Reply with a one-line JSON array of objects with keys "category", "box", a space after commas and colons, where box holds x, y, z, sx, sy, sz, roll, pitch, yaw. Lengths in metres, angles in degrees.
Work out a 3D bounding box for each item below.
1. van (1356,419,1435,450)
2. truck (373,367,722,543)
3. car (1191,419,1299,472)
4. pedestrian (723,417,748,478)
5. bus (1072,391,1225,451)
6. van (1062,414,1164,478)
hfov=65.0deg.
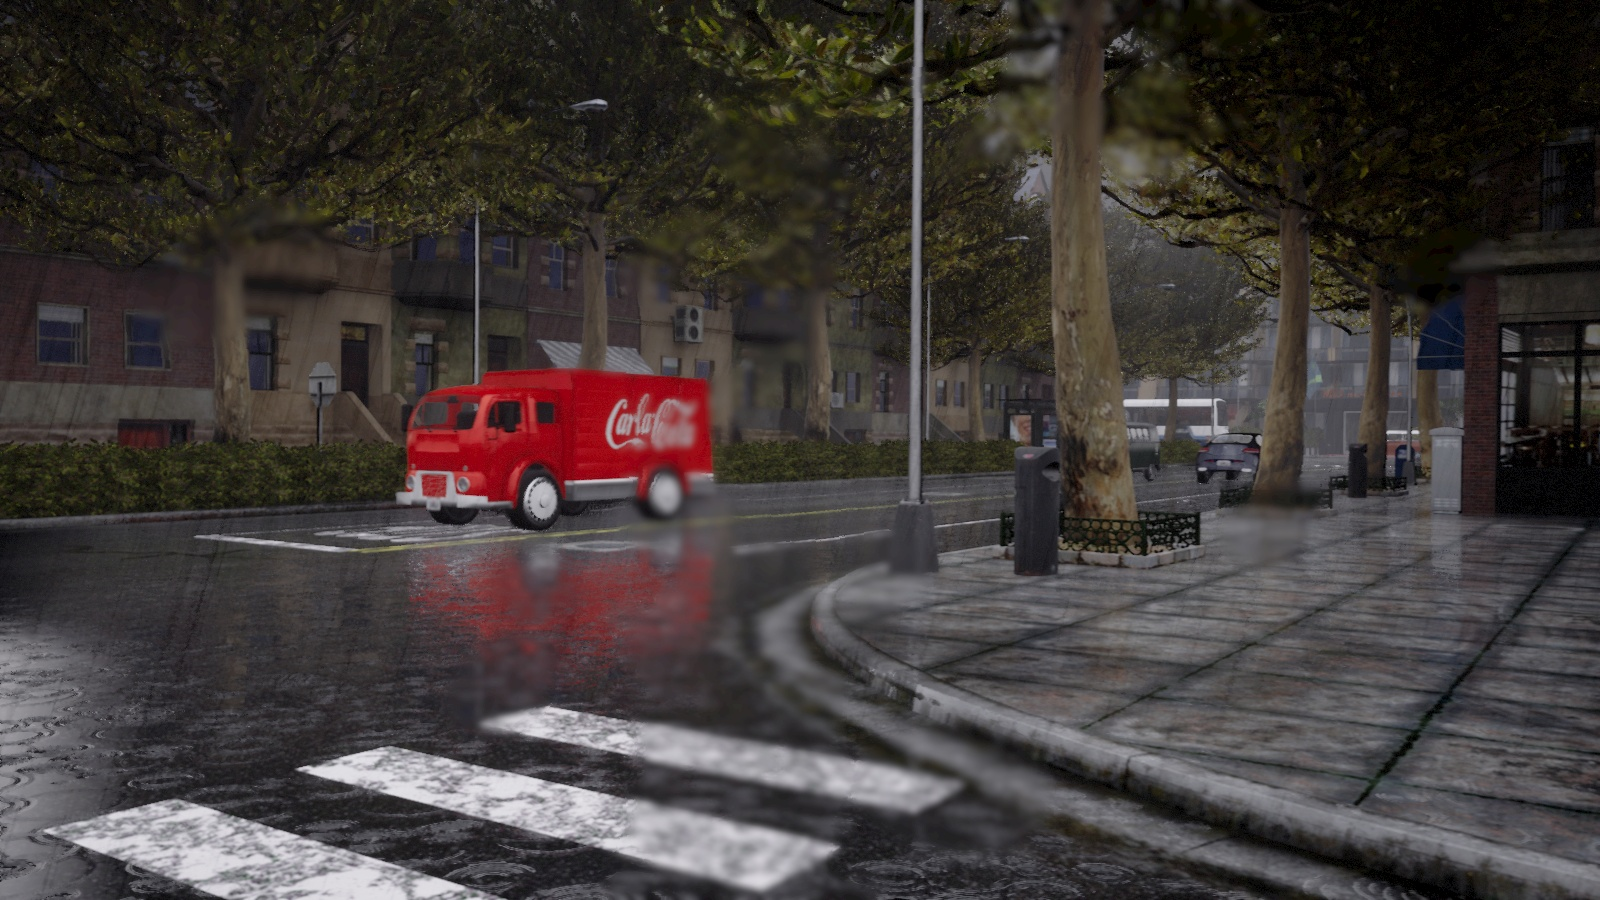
[{"category": "van", "box": [39.988, -1.038, 84.328, 4.480, 2.038, 2.069, 0, 1, 34]}, {"category": "truck", "box": [-3.922, 0.024, 20.494, 2.627, 2.467, 5.204, 0, 1, 34]}, {"category": "car", "box": [14.793, -0.175, 41.584, 2.152, 1.651, 5.027, 0, 1, 34]}, {"category": "pedestrian", "box": [-1.957, -0.079, 38.295, 0.376, 1.854, 0.720, 0, 1, 34]}, {"category": "bus", "box": [25.974, -2.112, 93.838, 10.273, 4.253, 3.944, 0, 1, 34]}, {"category": "van", "box": [10.349, -0.150, 41.293, 1.775, 1.987, 4.442, 0, 1, 34]}]
